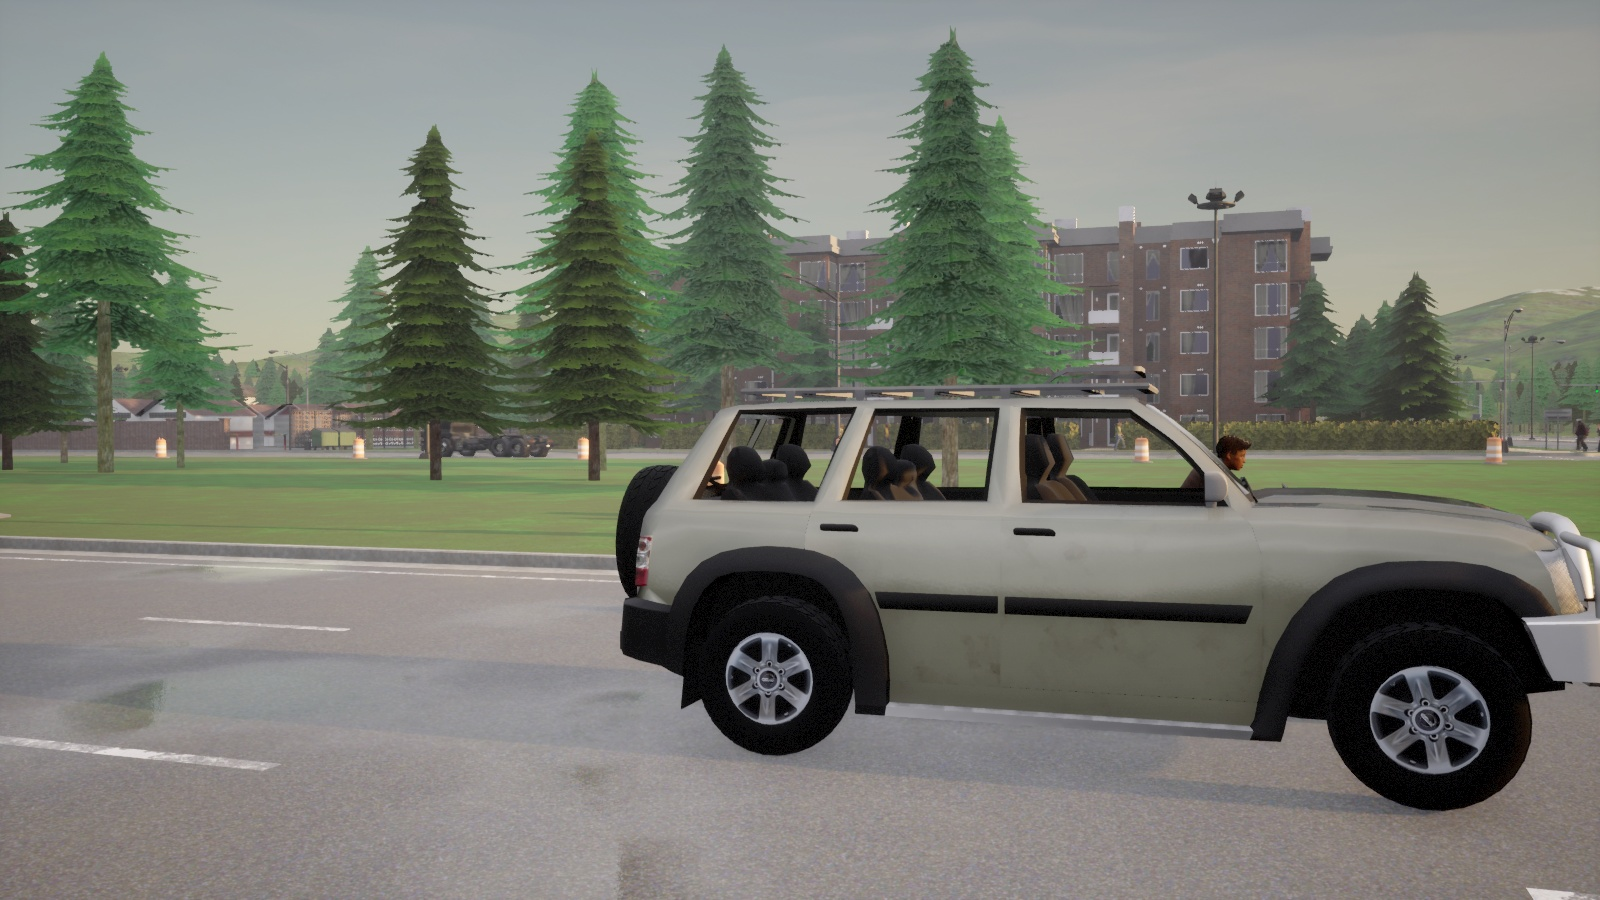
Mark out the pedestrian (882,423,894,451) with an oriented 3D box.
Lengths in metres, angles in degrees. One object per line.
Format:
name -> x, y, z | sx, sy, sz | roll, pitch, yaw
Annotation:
pedestrian -> 5.933, -0.884, 85.060 | 0.726, 1.835, 0.370 | 1, 1, 20

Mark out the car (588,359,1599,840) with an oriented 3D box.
car -> 1.444, 0.546, 6.396 | 4.605, 1.855, 1.932 | 1, 1, 18

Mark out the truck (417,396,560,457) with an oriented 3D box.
truck -> -18.436, -1.414, 74.304 | 7.936, 3.462, 2.891 | 1, 1, 19

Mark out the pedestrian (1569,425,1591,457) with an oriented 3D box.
pedestrian -> 44.393, -0.512, 71.450 | 0.899, 1.844, 0.634 | 0, 1, 13
